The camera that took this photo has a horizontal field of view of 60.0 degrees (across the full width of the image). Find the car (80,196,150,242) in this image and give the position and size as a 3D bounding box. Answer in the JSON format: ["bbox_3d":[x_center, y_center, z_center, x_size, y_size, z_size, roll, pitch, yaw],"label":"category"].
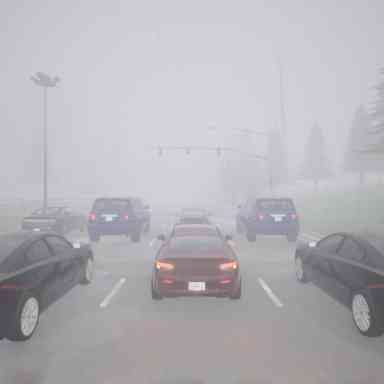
[{"bbox_3d":[-3.433,1.221,16.496,2.150,2.045,5.566,0,0,0],"label":"car"}]

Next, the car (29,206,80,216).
[{"bbox_3d":[-6.935,1.492,17.279,2.128,1.511,4.902,0,0,0],"label":"car"}]

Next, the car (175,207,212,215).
[{"bbox_3d":[0.069,1.526,17.368,1.812,1.442,4.674,0,0,0],"label":"car"}]

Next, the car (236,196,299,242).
[{"bbox_3d":[3.574,1.221,16.531,2.150,2.045,5.566,0,0,0],"label":"car"}]

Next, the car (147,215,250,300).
[{"bbox_3d":[0.085,1.526,8.269,1.812,1.442,4.674,0,0,0],"label":"car"}]

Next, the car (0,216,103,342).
[{"bbox_3d":[-3.412,1.478,6.498,1.882,1.535,5.008,0,0,0],"label":"car"}]

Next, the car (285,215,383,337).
[{"bbox_3d":[3.587,1.478,6.664,1.882,1.535,5.008,0,0,0],"label":"car"}]
